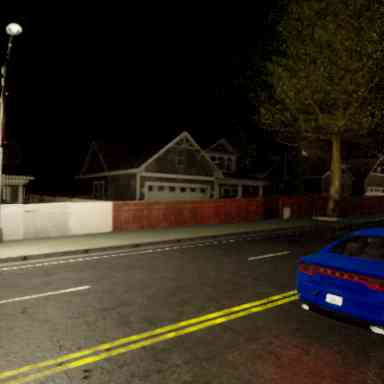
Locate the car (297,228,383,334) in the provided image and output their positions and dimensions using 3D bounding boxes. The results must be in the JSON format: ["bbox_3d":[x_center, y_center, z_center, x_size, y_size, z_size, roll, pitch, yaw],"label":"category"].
[{"bbox_3d":[4.124,1.427,6.374,5.008,1.535,1.882,-1,0,-35],"label":"car"}]
